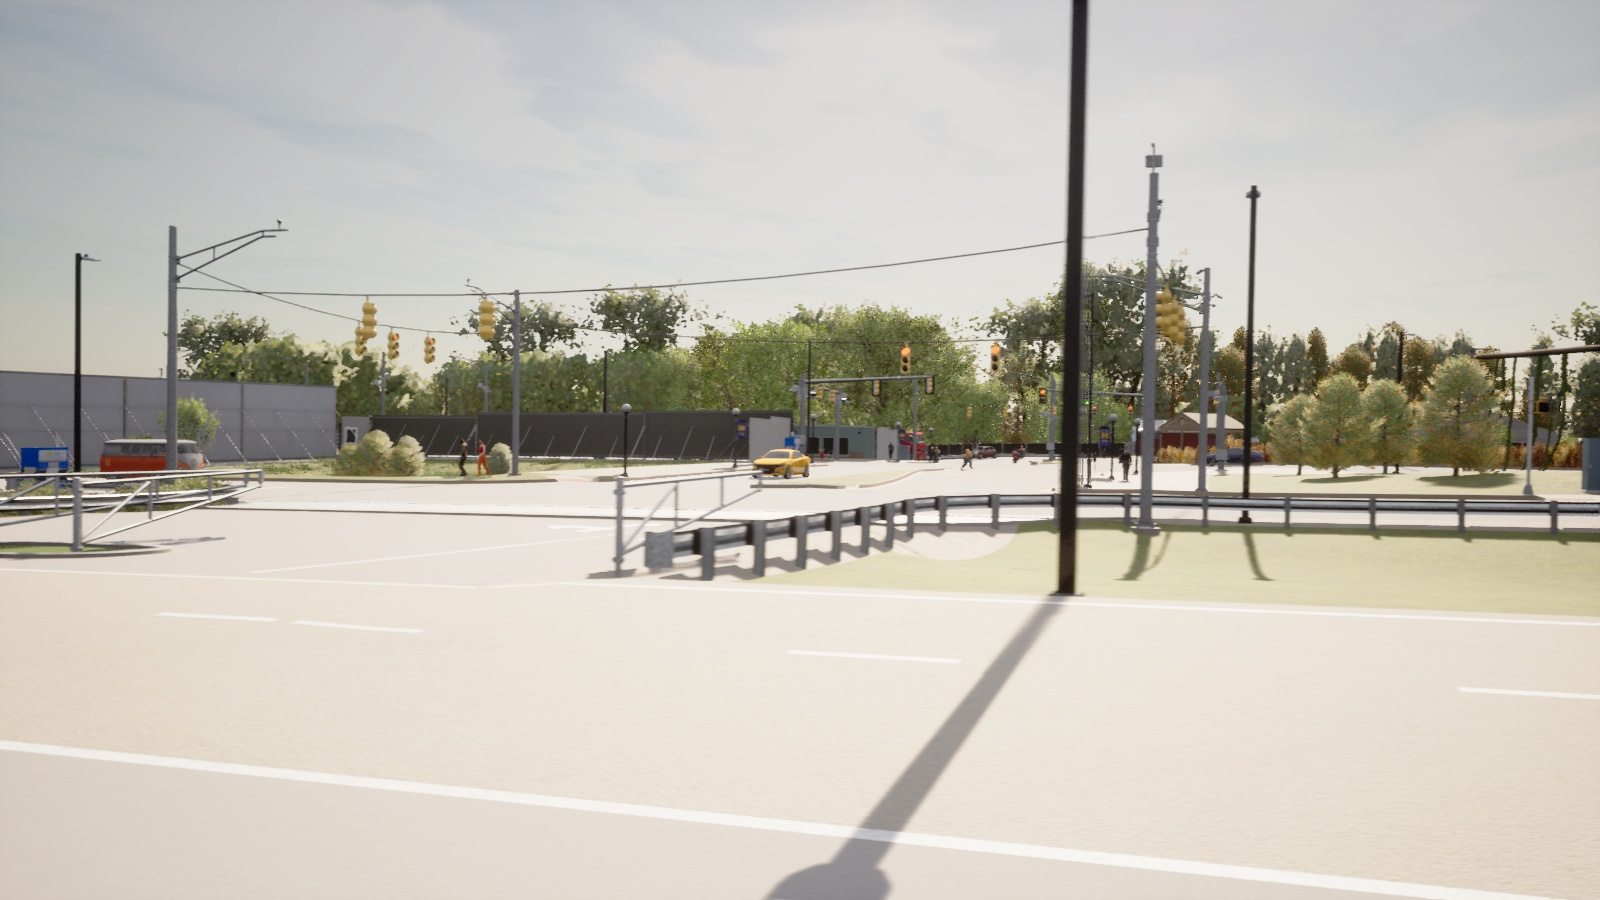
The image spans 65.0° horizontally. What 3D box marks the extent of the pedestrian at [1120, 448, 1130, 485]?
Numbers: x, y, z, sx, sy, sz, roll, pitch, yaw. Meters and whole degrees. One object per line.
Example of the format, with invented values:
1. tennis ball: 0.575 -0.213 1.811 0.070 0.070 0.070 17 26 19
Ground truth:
1. pedestrian: 17.200 0.873 66.515 0.402 1.930 0.666 2 1 19

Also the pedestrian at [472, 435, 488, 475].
1. pedestrian: -15.045 0.226 59.077 0.594 1.836 0.345 0 2 -40

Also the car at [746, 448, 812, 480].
1. car: -1.041 0.706 66.062 1.882 1.535 5.008 1 1 18

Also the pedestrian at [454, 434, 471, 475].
1. pedestrian: -15.894 0.214 59.139 0.692 1.930 0.396 1 1 -4

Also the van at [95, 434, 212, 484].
1. van: -27.008 0.342 52.463 4.442 1.987 1.775 1 1 19
